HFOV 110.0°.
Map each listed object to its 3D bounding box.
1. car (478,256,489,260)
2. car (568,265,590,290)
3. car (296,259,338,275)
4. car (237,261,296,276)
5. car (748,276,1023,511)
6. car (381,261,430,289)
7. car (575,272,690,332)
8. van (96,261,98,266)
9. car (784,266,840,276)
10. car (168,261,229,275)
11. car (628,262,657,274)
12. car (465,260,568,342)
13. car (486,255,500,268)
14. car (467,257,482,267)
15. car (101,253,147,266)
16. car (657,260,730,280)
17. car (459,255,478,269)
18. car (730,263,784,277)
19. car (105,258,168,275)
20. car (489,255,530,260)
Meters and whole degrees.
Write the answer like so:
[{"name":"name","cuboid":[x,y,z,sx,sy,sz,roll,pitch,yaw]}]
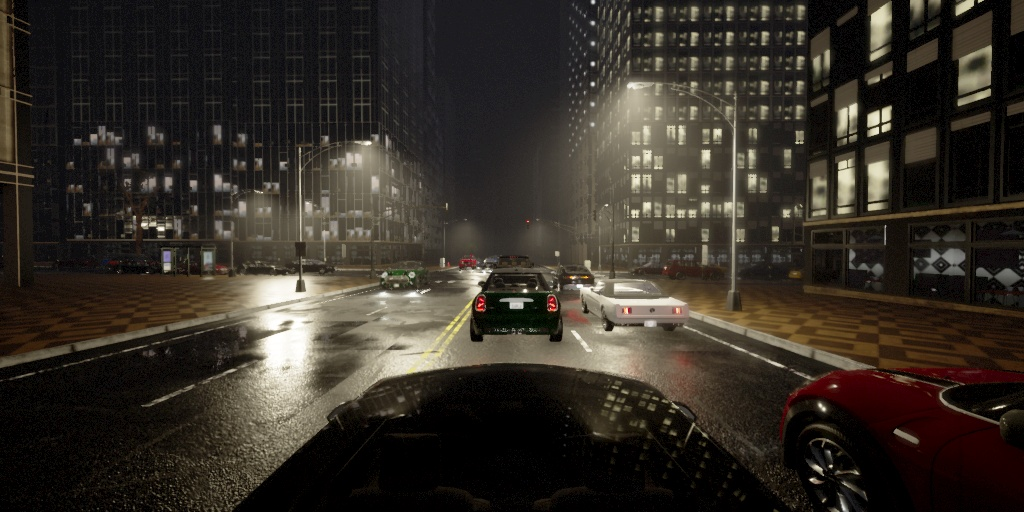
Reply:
[{"name":"car","cuboid":[-3.342,1.207,52.485,2.128,1.511,4.902,0,0,0]},{"name":"car","cuboid":[3.351,1.245,20.142,1.837,1.490,4.892,0,0,0]},{"name":"car","cuboid":[-19.808,1.081,35.454,4.902,1.511,2.128,1,1,1]},{"name":"car","cuboid":[-22.730,1.173,32.806,4.313,1.339,1.948,0,0,1]},{"name":"car","cuboid":[3.349,1.102,1.197,2.097,1.767,4.553,0,0,0]},{"name":"car","cuboid":[-6.600,1.091,22.592,2.097,1.767,4.553,0,0,-1]},{"name":"car","cuboid":[3.351,1.347,10.884,1.895,1.301,4.718,0,0,0]},{"name":"van","cuboid":[-45.285,0.604,41.774,3.998,1.789,1.690,0,0,1]},{"name":"car","cuboid":[27.643,1.578,32.079,4.829,1.417,1.751,0,0,1]},{"name":"car","cuboid":[-28.414,1.137,32.940,4.207,1.307,1.802,0,0,1]},{"name":"car","cuboid":[15.229,1.398,38.099,5.357,1.411,2.033,1,1,2]},{"name":"car","cuboid":[0.100,1.099,9.934,2.097,1.767,4.553,0,0,0]},{"name":"car","cuboid":[-3.321,0.925,62.647,2.150,2.045,5.566,0,0,0]},{"name":"car","cuboid":[-6.559,1.054,63.615,2.097,1.767,4.553,0,0,0]},{"name":"car","cuboid":[-37.480,0.782,35.817,4.553,1.767,2.097,0,1,1]},{"name":"car","cuboid":[16.195,1.268,32.277,5.009,1.841,2.192,0,0,1]},{"name":"car","cuboid":[-6.595,0.935,54.017,2.150,2.045,5.566,0,0,0]},{"name":"car","cuboid":[26.108,1.495,37.886,5.357,1.411,2.033,1,1,1]},{"name":"car","cuboid":[-34.095,1.069,33.113,4.313,1.339,1.948,0,0,1]},{"name":"car","cuboid":[0.101,0.963,19.646,2.150,2.045,5.566,0,0,0]}]
